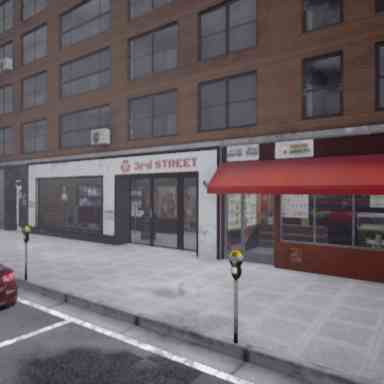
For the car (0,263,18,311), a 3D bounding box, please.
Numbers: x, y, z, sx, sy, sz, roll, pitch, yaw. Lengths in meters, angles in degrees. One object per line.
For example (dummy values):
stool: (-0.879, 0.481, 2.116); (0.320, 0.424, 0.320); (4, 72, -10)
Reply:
car: (-4.934, 1.562, 6.331); (4.206, 1.307, 1.802); (0, 0, 36)
